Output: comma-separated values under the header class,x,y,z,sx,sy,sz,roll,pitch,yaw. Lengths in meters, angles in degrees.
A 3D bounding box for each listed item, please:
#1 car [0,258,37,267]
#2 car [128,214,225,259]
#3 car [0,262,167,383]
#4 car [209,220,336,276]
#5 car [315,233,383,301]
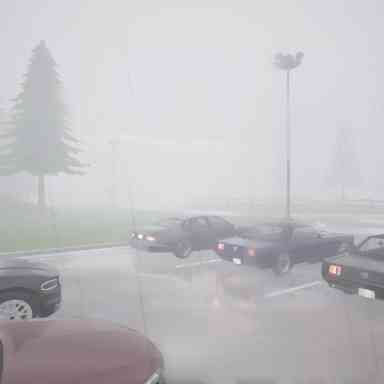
class,x,y,z,sx,sy,sz,roll,pitch,yaw
car,-4.543,1.478,4.806,5.008,1.535,1.882,0,0,-36
car,0.305,1.547,12.687,5.357,1.411,2.033,0,0,-35
car,-2.337,1.526,2.079,4.674,1.442,1.812,0,0,-36
car,3.050,1.601,10.335,4.718,1.301,1.895,0,0,-35
car,5.070,1.601,7.477,4.718,1.301,1.895,0,0,-35
